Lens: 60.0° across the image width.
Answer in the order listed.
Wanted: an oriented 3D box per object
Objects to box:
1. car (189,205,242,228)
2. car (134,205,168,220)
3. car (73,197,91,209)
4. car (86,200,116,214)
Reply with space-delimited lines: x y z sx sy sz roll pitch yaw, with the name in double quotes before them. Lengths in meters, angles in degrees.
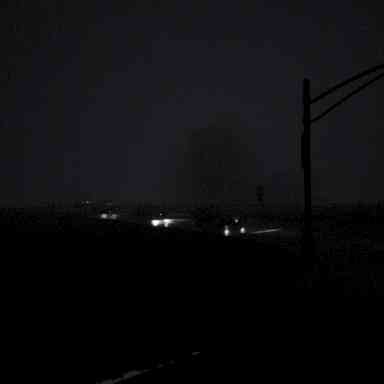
"car" 1.662 1.771 25.126 2.128 1.511 4.902 -1 0 -36
"car" -4.168 1.981 33.243 1.994 1.385 4.181 -1 0 -37
"car" -20.425 2.028 62.250 2.150 2.045 5.566 -1 0 -36
"car" -11.788 2.145 43.904 2.033 1.411 5.357 -1 0 -35
